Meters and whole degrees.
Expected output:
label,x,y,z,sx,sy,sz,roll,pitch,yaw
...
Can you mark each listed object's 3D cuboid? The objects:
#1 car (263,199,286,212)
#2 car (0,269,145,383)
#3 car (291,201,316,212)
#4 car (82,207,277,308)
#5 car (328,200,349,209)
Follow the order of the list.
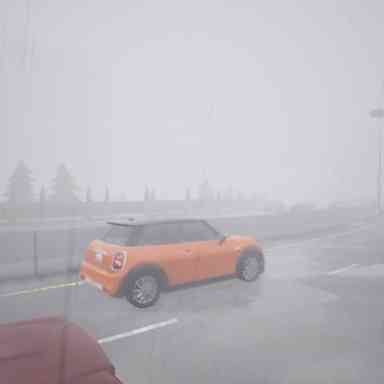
label,x,y,z,sx,sy,sz,roll,pitch,yaw
car,10.200,1.640,40.926,1.837,1.490,4.892,0,-1,32
car,-2.749,1.612,1.915,4.718,1.301,1.895,0,0,-35
car,13.013,1.723,38.763,1.895,1.301,4.718,0,0,32
car,-0.262,1.382,8.227,4.553,1.767,2.097,0,0,-38
car,17.404,1.683,39.307,1.994,1.385,4.181,0,0,30
